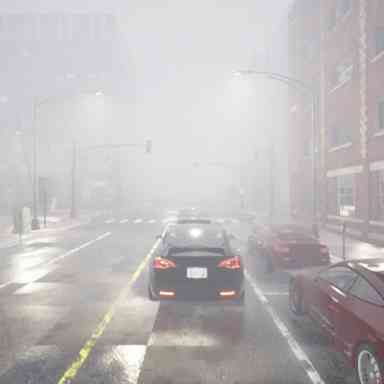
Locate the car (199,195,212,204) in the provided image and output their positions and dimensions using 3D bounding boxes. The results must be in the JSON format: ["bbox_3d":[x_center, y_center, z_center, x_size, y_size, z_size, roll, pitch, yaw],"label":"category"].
[{"bbox_3d":[2.650,1.515,59.715,1.752,1.417,4.829,1,0,0],"label":"car"}]

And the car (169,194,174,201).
[{"bbox_3d":[-5.745,1.571,76.533,1.802,1.307,4.206,1,0,0],"label":"car"}]

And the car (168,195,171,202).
[{"bbox_3d":[-5.735,1.571,65.229,1.802,1.307,4.206,1,0,0],"label":"car"}]

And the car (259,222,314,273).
[{"bbox_3d":[2.829,1.580,10.291,1.802,1.307,4.206,1,0,0],"label":"car"}]

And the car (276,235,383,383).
[{"bbox_3d":[2.663,1.581,4.635,1.802,1.307,4.206,1,0,0],"label":"car"}]

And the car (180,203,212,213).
[{"bbox_3d":[0.086,1.544,17.608,2.033,1.411,5.357,0,0,-1],"label":"car"}]

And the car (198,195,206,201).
[{"bbox_3d":[2.626,1.555,87.806,1.947,1.339,4.313,1,0,0],"label":"car"}]

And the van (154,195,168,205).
[{"bbox_3d":[-5.727,1.331,59.577,1.690,1.788,3.998,1,0,0],"label":"van"}]

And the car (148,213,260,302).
[{"bbox_3d":[0.093,1.502,8.336,2.163,1.488,4.792,0,0,0],"label":"car"}]

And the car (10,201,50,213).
[{"bbox_3d":[-18.744,1.712,38.655,4.313,1.339,1.947,0,-1,0],"label":"car"}]

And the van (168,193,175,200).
[{"bbox_3d":[-5.755,1.331,93.490,1.690,1.788,3.998,1,0,0],"label":"van"}]

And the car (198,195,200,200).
[{"bbox_3d":[2.631,1.533,82.155,1.887,1.381,4.507,1,0,0],"label":"car"}]
